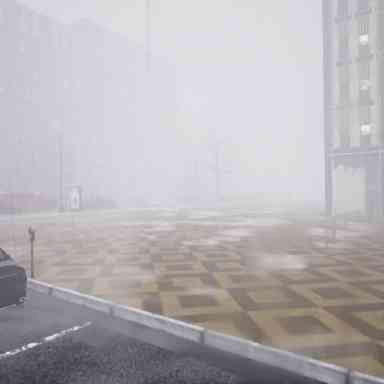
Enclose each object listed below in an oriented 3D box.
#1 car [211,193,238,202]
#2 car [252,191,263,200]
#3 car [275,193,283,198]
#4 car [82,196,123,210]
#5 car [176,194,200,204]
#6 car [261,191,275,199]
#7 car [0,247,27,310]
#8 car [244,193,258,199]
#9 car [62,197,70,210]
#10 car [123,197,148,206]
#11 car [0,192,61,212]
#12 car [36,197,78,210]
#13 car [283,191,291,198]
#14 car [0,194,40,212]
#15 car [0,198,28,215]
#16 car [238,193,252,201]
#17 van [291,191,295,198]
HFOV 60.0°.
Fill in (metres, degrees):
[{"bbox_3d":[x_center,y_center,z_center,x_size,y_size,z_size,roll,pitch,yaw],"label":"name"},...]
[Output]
[{"bbox_3d":[5.938,1.093,59.692,2.008,1.369,4.403,-1,0,36],"label":"car"},{"bbox_3d":[12.422,1.046,68.645,1.802,1.307,4.206,-1,0,36],"label":"car"},{"bbox_3d":[18.906,0.937,77.599,2.008,1.369,4.403,-1,0,36],"label":"car"},{"bbox_3d":[-10.273,1.186,37.307,1.967,1.590,4.097,-1,0,36],"label":"car"},{"bbox_3d":[-0.547,1.062,50.738,1.967,1.590,4.097,-1,0,36],"label":"car"},{"bbox_3d":[15.661,0.740,73.122,2.192,1.841,5.009,-1,0,36],"label":"car"},{"bbox_3d":[-4.994,1.553,6.609,4.403,1.369,2.008,0,-1,36],"label":"car"},{"bbox_3d":[15.362,1.039,86.992,1.947,1.339,4.313,-1,0,36],"label":"car"},{"bbox_3d":[-14.827,1.356,40.924,1.812,1.442,4.674,-1,0,36],"label":"car"},{"bbox_3d":[-8.783,1.353,49.228,1.895,1.301,4.718,-1,0,36],"label":"car"},{"bbox_3d":[-16.419,1.059,33.183,2.150,2.045,5.566,-1,0,35],"label":"car"},{"bbox_3d":[-17.058,1.415,42.224,1.887,1.381,4.507,-1,0,36],"label":"car"},{"bbox_3d":[22.148,0.931,82.076,1.802,1.307,4.206,-1,0,36],"label":"car"},{"bbox_3d":[-20.302,1.228,37.746,2.192,1.841,5.009,-1,0,36],"label":"car"},{"bbox_3d":[-16.755,1.413,28.353,1.802,1.307,4.206,-1,0,36],"label":"car"},{"bbox_3d":[9.180,1.047,64.169,1.887,1.381,4.507,-1,0,36],"label":"car"},{"bbox_3d":[25.388,0.654,86.553,1.690,1.788,3.998,-1,0,36],"label":"van"}]
